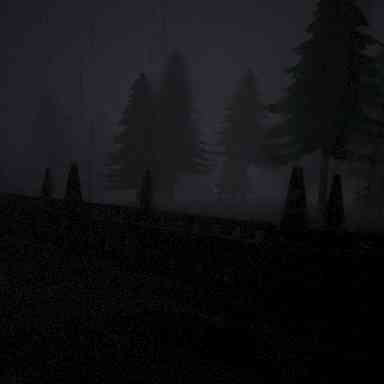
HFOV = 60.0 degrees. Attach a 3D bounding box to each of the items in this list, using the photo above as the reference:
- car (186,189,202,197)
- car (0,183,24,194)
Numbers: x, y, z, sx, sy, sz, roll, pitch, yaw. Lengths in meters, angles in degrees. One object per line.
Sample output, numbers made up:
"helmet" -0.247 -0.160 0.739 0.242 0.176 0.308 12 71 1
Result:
"car" -0.177 0.138 57.739 1.895 1.301 4.718 4 2 37
"car" -20.893 -0.215 36.181 2.128 1.511 4.902 4 2 37
